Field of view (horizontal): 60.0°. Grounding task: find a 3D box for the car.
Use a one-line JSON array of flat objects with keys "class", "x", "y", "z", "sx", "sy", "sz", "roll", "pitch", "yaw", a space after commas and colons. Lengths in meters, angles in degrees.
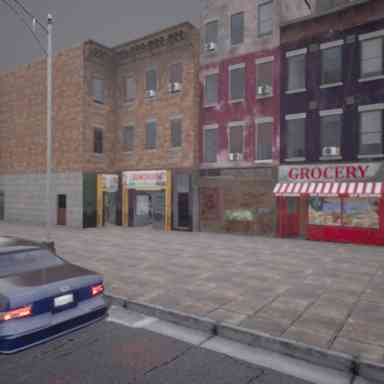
[{"class": "car", "x": -3.833, "y": 1.548, "z": 6.057, "sx": 5.357, "sy": 1.411, "sz": 2.033, "roll": 0, "pitch": 0, "yaw": 35}]
